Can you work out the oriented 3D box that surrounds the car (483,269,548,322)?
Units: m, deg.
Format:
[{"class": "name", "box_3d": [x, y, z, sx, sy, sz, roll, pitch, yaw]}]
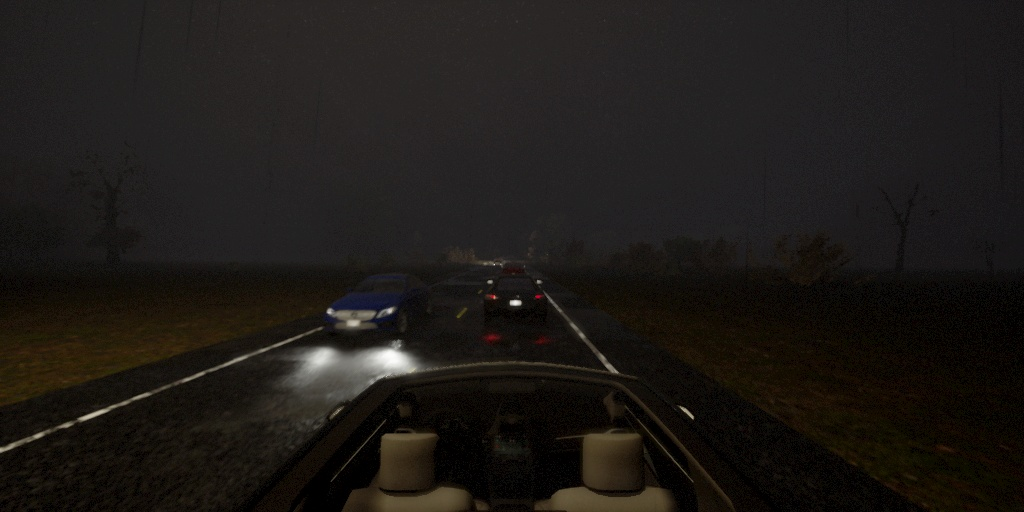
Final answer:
[{"class": "car", "box_3d": [0.102, 1.305, 12.221, 1.994, 1.385, 4.181, 0, 0, 0]}]

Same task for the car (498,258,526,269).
[{"class": "car", "box_3d": [0.105, 1.202, 29.159, 1.882, 1.535, 5.008, 0, 0, 0]}]

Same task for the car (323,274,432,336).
[{"class": "car", "box_3d": [-3.596, 1.268, 10.475, 1.812, 1.442, 4.674, 0, 0, 0]}]
